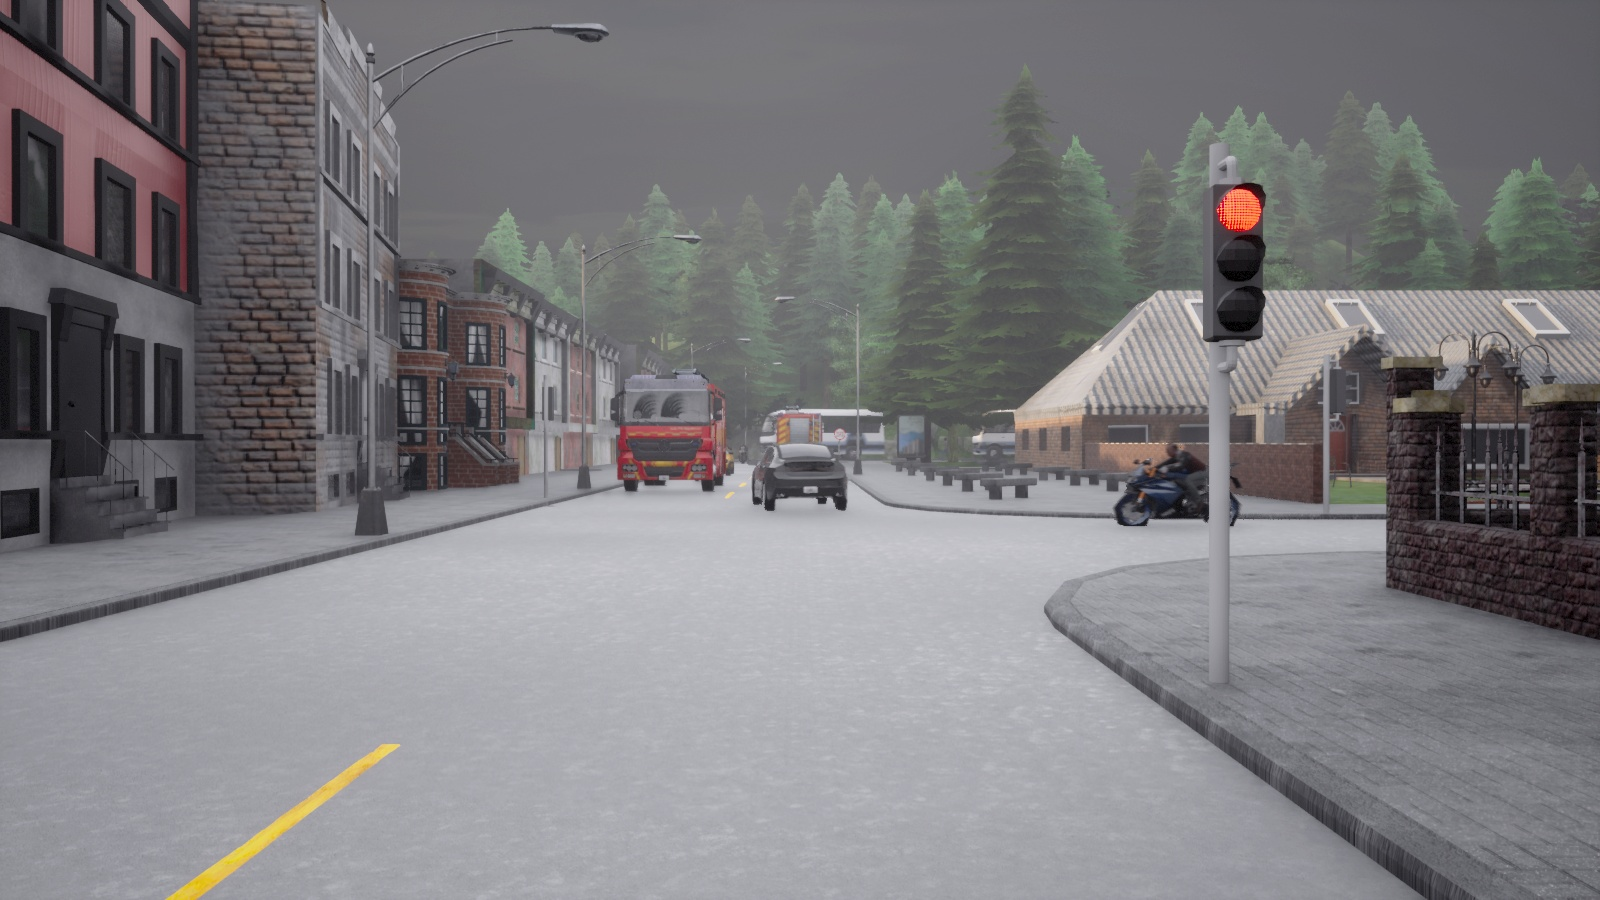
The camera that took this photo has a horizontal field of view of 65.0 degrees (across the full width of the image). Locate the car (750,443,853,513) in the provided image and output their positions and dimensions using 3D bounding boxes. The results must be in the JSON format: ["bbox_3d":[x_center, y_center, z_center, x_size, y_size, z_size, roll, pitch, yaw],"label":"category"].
[{"bbox_3d":[-0.064,0.585,29.365,1.837,1.490,4.892,0,0,-7],"label":"car"}]

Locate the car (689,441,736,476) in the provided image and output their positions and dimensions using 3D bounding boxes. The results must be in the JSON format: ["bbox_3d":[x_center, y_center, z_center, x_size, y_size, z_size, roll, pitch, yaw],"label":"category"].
[{"bbox_3d":[-4.050,0.350,58.914,1.801,1.575,5.366,0,0,0],"label":"car"}]

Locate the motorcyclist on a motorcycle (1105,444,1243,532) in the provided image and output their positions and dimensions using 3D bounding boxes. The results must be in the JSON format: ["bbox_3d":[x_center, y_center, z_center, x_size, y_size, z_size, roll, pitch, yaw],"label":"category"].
[{"bbox_3d":[6.604,0.661,22.268,2.191,1.530,0.866,0,0,-1],"label":"motorcyclist on a motorcycle"}]

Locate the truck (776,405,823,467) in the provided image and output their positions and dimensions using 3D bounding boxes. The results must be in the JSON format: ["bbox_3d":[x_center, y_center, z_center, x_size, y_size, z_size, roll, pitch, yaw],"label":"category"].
[{"bbox_3d":[-0.029,-0.883,82.419,2.891,3.827,8.468,0,0,0],"label":"truck"}]

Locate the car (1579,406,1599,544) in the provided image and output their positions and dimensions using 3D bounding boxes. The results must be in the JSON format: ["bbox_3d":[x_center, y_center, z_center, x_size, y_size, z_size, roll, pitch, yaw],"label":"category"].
[{"bbox_3d":[14.694,0.375,18.153,5.566,2.045,2.150,0,0,-1],"label":"car"}]

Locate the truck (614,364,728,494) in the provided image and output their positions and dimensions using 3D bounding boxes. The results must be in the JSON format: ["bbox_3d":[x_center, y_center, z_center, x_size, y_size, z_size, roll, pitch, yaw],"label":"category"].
[{"bbox_3d":[-4.048,-0.654,41.252,2.891,3.827,8.468,0,0,0],"label":"truck"}]
